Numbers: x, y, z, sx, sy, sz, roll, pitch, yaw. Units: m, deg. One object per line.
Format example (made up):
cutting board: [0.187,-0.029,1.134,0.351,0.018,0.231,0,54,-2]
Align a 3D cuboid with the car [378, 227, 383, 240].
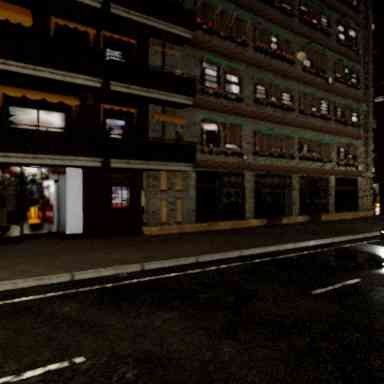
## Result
car: [10.962,1.688,15.816,5.357,1.411,2.033,1,0,-37]
